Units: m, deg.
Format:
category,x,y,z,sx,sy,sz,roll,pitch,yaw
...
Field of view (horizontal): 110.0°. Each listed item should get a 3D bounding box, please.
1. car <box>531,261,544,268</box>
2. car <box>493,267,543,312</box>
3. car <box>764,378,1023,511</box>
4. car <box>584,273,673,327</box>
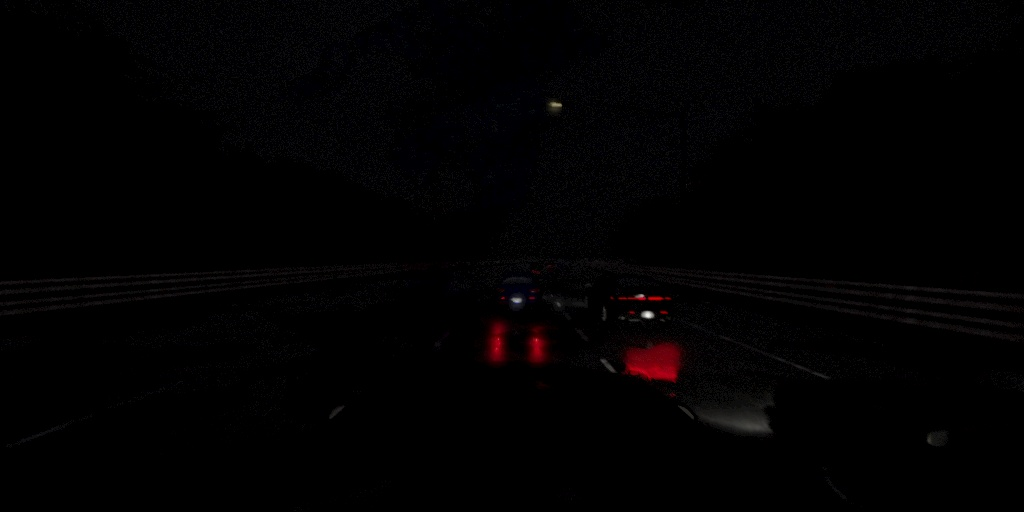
category,x,y,z,sx,sy,sz,roll,pitch,yaw
car,4.056,1.526,57.899,1.837,1.490,4.892,0,0,8
car,0.271,1.328,14.377,1.812,1.442,4.674,0,0,2
car,3.485,1.306,1.149,2.033,1.411,5.357,0,0,0
car,3.619,1.306,11.823,1.837,1.490,4.892,0,0,1
